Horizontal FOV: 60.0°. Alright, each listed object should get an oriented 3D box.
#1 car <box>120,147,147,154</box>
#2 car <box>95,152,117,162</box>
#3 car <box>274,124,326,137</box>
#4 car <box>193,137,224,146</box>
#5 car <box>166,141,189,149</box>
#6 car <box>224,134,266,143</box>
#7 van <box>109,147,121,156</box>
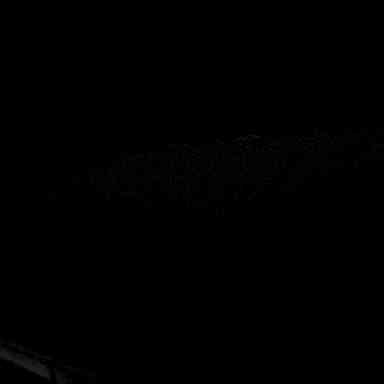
[{"bbox_3d":[-8.149,-5.778,49.606,2.231,1.521,4.892,1,2,-39],"label":"car"},{"bbox_3d":[-15.052,-6.120,58.216,2.002,1.452,4.674,1,1,-39],"label":"car"},{"bbox_3d":[9.175,-4.874,28.002,2.185,1.767,4.553,1,2,-39],"label":"car"},{"bbox_3d":[2.193,-5.299,36.710,2.185,1.767,4.553,1,2,-39],"label":"car"},{"bbox_3d":[-1.258,-5.505,41.014,2.185,1.767,4.553,1,2,-39],"label":"car"},{"bbox_3d":[5.736,-4.917,32.289,2.002,1.452,4.674,1,2,-39],"label":"car"},{"bbox_3d":[-11.517,-6.194,53.810,1.878,1.987,4.442,1,1,-39],"label":"van"}]
